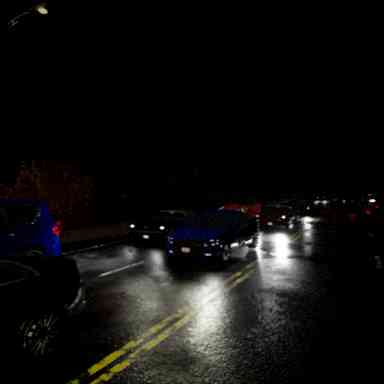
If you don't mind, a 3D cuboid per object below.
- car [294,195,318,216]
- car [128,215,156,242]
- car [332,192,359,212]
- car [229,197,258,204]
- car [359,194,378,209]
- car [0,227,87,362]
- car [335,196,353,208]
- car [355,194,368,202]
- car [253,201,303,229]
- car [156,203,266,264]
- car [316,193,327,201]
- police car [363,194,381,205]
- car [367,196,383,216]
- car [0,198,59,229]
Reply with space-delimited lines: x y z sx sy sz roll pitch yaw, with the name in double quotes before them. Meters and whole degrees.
"car" 9.905 1.309 29.861 1.812 1.442 4.674 0 0 25
"car" -0.868 1.485 15.439 1.895 1.301 4.718 0 0 27
"car" 15.800 0.978 34.521 2.150 2.045 5.566 0 0 25
"car" 3.666 1.171 24.525 2.097 1.767 4.553 0 0 26
"car" 21.984 1.215 40.431 2.128 1.511 4.902 0 0 24
"car" -3.370 1.467 3.543 2.128 1.511 4.902 0 0 27
"car" 20.281 1.247 44.468 2.033 1.411 5.357 0 0 24
"car" 34.002 1.119 66.700 1.812 1.442 4.674 0 0 21
"car" 5.362 1.447 20.608 1.895 1.301 4.718 0 0 26
"car" 0.958 1.388 11.864 1.882 1.535 5.008 0 0 27
"car" 26.615 1.013 68.348 1.837 1.490 4.892 0 0 22
"police car" 27.964 1.092 51.840 1.930 1.638 5.238 0 0 23
"car" 16.826 1.356 29.106 1.994 1.385 4.181 0 0 25
"car" -5.359 1.174 6.755 2.150 2.045 5.566 0 0 28
